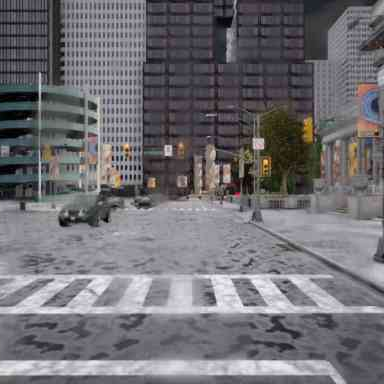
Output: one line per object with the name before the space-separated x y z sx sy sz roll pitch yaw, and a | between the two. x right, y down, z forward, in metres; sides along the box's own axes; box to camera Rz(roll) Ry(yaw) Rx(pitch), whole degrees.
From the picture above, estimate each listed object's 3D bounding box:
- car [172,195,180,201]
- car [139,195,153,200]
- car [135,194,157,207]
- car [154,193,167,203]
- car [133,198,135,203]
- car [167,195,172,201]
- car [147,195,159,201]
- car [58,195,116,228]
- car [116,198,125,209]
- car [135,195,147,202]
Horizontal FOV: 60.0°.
car | -4.769 1.497 87.967 1.837 1.490 4.892 0 0 -29
car | -13.072 1.499 94.337 1.994 1.385 4.181 0 0 -43
car | -7.073 1.476 51.422 1.882 1.535 5.008 0 0 0
car | -7.045 1.219 69.186 2.150 2.045 5.566 0 0 0
car | -10.553 1.546 67.489 2.033 1.411 5.357 0 0 1
car | -7.505 1.592 85.653 1.895 1.301 4.718 0 0 -25
car | -9.467 1.522 81.347 1.812 1.442 4.674 0 0 -21
car | -7.088 1.221 22.568 2.150 2.045 5.566 0 0 0
car | -10.574 1.546 46.166 2.033 1.411 5.357 0 0 0
car | -12.016 1.538 78.002 2.033 1.411 5.357 0 0 -18
